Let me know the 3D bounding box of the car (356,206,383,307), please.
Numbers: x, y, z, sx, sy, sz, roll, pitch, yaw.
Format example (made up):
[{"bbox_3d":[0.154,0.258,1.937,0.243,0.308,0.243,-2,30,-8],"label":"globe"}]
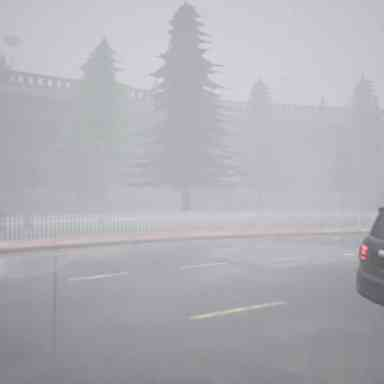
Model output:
[{"bbox_3d":[5.565,1.201,5.762,5.566,2.045,2.150,0,0,-18],"label":"car"}]
